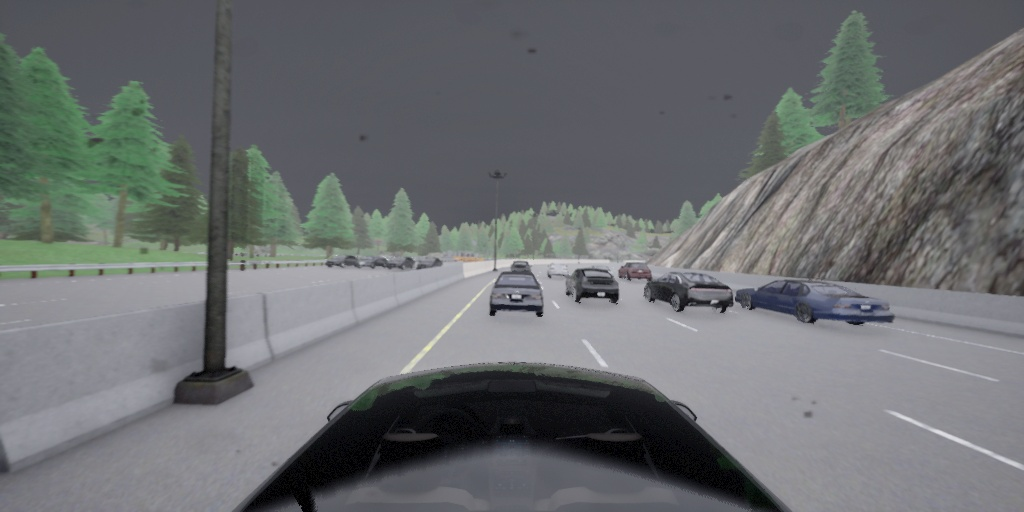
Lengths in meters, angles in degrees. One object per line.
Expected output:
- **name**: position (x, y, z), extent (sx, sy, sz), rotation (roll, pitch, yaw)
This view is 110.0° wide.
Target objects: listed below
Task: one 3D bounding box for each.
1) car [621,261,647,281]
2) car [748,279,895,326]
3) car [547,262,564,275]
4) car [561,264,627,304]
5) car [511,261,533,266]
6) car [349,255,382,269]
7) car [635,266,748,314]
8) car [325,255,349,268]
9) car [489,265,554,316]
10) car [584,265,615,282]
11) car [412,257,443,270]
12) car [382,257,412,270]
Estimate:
- **car**: position (11.358, 1.362, 33.403), extent (2.097, 1.767, 4.553), rotation (2, 0, 4)
- **car**: position (10.657, 1.580, 13.281), extent (2.033, 1.411, 5.357), rotation (2, 0, 1)
- **car**: position (4.430, 1.333, 34.872), extent (1.812, 1.442, 4.674), rotation (2, 0, 4)
- **car**: position (3.707, 1.328, 17.159), extent (1.837, 1.490, 4.892), rotation (2, 0, 1)
- **car**: position (0.855, 1.211, 33.851), extent (1.837, 1.490, 4.892), rotation (2, 0, 4)
- **car**: position (-16.186, 0.691, 41.573), extent (2.128, 1.511, 4.902), rotation (2, 0, 6)
- **car**: position (7.181, 1.420, 15.088), extent (2.128, 1.511, 4.902), rotation (2, 0, 1)
- **car**: position (-19.677, 0.606, 41.827), extent (1.837, 1.490, 4.892), rotation (2, 0, 6)
- **car**: position (0.161, 1.277, 13.391), extent (2.033, 1.411, 5.357), rotation (2, 0, 1)
- **car**: position (7.732, 1.509, 32.248), extent (1.895, 1.301, 4.718), rotation (2, 0, 4)
- **car**: position (-9.241, 0.910, 40.712), extent (1.837, 1.490, 4.892), rotation (2, 0, 6)
- **car**: position (-12.699, 0.812, 41.296), extent (1.837, 1.490, 4.892), rotation (2, 0, 6)
